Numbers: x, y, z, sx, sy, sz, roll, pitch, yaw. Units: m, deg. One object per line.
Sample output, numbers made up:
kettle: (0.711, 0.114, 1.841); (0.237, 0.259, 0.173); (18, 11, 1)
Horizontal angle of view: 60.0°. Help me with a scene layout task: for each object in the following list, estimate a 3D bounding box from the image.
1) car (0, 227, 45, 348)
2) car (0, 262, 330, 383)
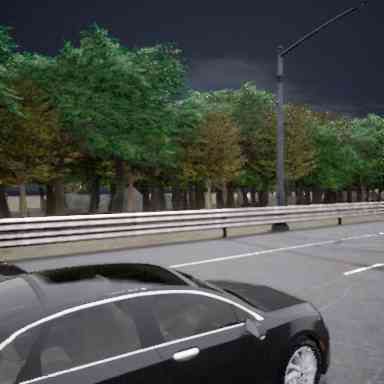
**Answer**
car: (-4.876, 1.498, 4.568); (4.902, 1.511, 2.128); (0, 0, -35)
car: (-0.589, 1.499, 3.324); (4.892, 1.490, 1.837); (0, 0, -36)
